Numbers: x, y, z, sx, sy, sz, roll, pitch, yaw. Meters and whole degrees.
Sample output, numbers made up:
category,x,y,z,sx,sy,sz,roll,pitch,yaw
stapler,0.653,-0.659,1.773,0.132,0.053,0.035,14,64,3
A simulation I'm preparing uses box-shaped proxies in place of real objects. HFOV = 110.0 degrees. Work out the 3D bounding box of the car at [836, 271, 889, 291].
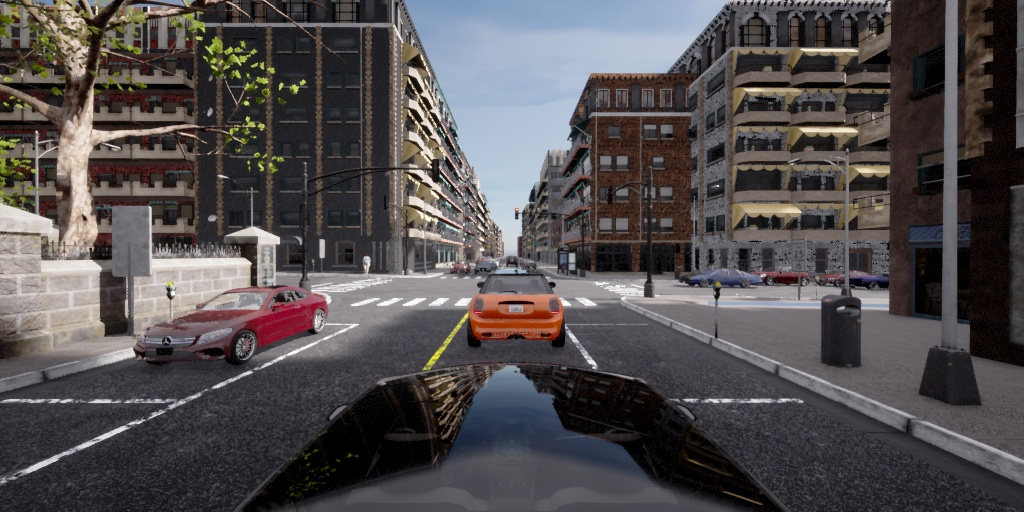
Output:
category,x,y,z,sx,sy,sz,roll,pitch,yaw
car,27.225,1.850,26.373,4.718,1.301,1.895,1,0,-1

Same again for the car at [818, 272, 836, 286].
category,x,y,z,sx,sy,sz,roll,pitch,yaw
car,27.016,1.813,28.936,4.207,1.307,1.802,0,0,-1

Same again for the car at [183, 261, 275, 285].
category,x,y,z,sx,sy,sz,roll,pitch,yaw
car,-17.677,1.035,22.569,4.181,1.385,1.994,1,0,-1

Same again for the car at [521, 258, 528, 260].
category,x,y,z,sx,sy,sz,roll,pitch,yaw
car,2.622,1.298,51.668,2.007,1.370,4.403,0,0,0

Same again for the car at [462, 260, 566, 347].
category,x,y,z,sx,sy,sz,roll,pitch,yaw
car,0.116,1.101,9.484,2.097,1.767,4.553,0,0,1

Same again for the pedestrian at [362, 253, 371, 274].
category,x,y,z,sx,sy,sz,roll,pitch,yaw
pedestrian,-12.754,0.651,31.367,0.375,1.860,0.375,0,-1,-1

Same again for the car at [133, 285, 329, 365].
category,x,y,z,sx,sy,sz,roll,pitch,yaw
car,-5.697,1.331,7.974,1.802,1.307,4.207,0,0,0

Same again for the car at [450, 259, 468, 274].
category,x,y,z,sx,sy,sz,roll,pitch,yaw
car,-5.743,1.187,40.385,1.967,1.591,4.097,0,0,0

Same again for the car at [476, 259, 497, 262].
category,x,y,z,sx,sy,sz,roll,pitch,yaw
car,-3.146,1.312,40.982,1.994,1.385,4.181,0,0,0

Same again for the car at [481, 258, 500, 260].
category,x,y,z,sx,sy,sz,roll,pitch,yaw
car,-3.155,1.312,49.956,1.994,1.385,4.181,0,0,0

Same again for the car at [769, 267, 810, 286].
category,x,y,z,sx,sy,sz,roll,pitch,yaw
car,21.343,1.571,28.859,4.097,1.591,1.967,0,0,-1

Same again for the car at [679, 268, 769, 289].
category,x,y,z,sx,sy,sz,roll,pitch,yaw
car,15.215,1.584,26.214,5.357,1.411,2.033,1,0,-1
